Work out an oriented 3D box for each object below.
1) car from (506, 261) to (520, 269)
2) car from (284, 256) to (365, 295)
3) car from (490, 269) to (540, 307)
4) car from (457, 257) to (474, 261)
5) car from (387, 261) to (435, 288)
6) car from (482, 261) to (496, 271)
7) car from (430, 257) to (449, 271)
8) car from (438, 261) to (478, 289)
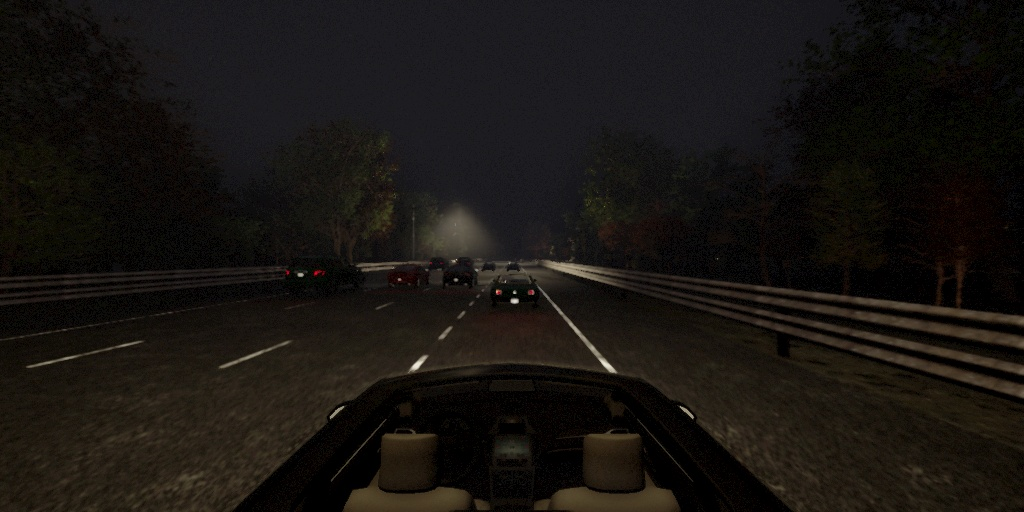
[{"bbox_3d":[0.162,1.487,52.346,2.033,1.411,5.357,0,0,0],"label":"car"},{"bbox_3d":[-10.380,1.036,20.295,2.150,2.045,5.566,0,0,0],"label":"car"},{"bbox_3d":[0.112,1.402,15.641,1.895,1.301,4.718,0,0,0],"label":"car"},{"bbox_3d":[-6.837,1.161,52.633,2.150,2.045,5.566,0,0,0],"label":"car"},{"bbox_3d":[-6.875,1.309,24.403,1.882,1.535,5.008,0,0,0],"label":"car"},{"bbox_3d":[-3.337,1.487,52.478,2.033,1.411,5.357,0,0,0],"label":"car"},{"bbox_3d":[-10.338,1.156,51.392,2.150,2.045,5.566,0,0,0],"label":"car"},{"bbox_3d":[-3.375,1.309,24.111,1.882,1.535,5.008,0,0,0],"label":"car"}]
